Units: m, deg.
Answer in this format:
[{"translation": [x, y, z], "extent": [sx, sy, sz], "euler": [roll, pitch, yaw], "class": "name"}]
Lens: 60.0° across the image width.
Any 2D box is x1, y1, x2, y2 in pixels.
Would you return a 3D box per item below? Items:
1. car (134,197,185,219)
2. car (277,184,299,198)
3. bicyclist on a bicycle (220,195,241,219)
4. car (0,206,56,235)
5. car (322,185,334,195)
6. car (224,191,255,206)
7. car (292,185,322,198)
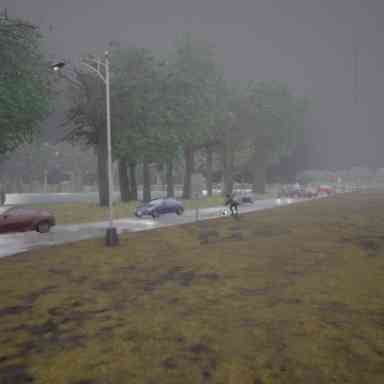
[{"translation": [-2.394, 1.168, 25.522], "extent": [1.812, 1.442, 4.674], "euler": [-1, 1, 35], "class": "car"}, {"translation": [14.482, -0.164, 49.384], "extent": [2.150, 2.045, 5.566], "euler": [-1, 1, 35], "class": "car"}, {"translation": [2.545, 0.998, 22.147], "extent": [1.656, 1.620, 0.582], "euler": [-1, 1, 35], "class": "bicyclist on a bicycle"}, {"translation": [-8.797, 1.406, 15.873], "extent": [1.812, 1.442, 4.674], "euler": [-1, 0, 29], "class": "car"}, {"translation": [22.291, -0.363, 55.545], "extent": [1.882, 1.535, 5.008], "euler": [-1, 2, 35], "class": "car"}, {"translation": [5.219, 0.699, 36.353], "extent": [2.128, 1.511, 4.902], "euler": [-1, 1, 35], "class": "car"}, {"translation": [16.356, 0.061, 47.089], "extent": [2.128, 1.511, 4.902], "euler": [-1, 1, 35], "class": "car"}]
